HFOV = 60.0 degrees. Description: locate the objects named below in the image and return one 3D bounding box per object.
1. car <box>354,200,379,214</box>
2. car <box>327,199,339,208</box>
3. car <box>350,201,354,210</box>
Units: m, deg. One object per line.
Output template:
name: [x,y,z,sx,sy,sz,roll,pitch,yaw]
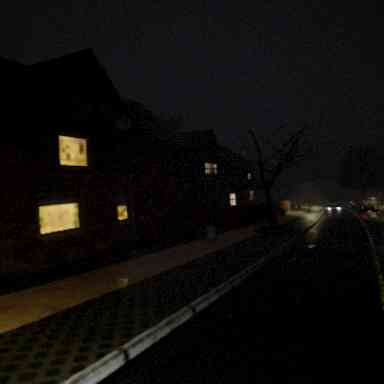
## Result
car: [19.690,1.747,37.393,1.895,1.301,4.718,-2,-1,23]
car: [24.778,1.986,58.516,1.812,1.442,4.674,-2,-1,20]
car: [23.424,1.805,46.787,1.994,1.385,4.181,-2,-1,21]
